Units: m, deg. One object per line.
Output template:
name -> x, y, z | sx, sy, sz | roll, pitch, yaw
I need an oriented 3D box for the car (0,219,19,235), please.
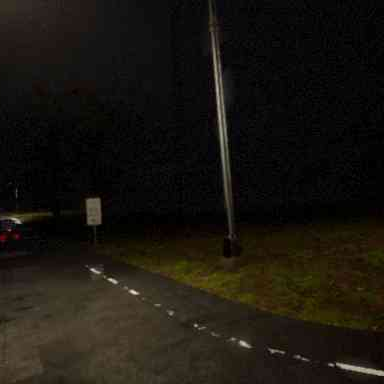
car -> -21.985, 4.254, 39.989 | 1.812, 1.442, 4.674 | -4, -1, -30

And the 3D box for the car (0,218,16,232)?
car -> -25.781, 4.585, 46.288 | 1.837, 1.490, 4.892 | -4, 0, -31
